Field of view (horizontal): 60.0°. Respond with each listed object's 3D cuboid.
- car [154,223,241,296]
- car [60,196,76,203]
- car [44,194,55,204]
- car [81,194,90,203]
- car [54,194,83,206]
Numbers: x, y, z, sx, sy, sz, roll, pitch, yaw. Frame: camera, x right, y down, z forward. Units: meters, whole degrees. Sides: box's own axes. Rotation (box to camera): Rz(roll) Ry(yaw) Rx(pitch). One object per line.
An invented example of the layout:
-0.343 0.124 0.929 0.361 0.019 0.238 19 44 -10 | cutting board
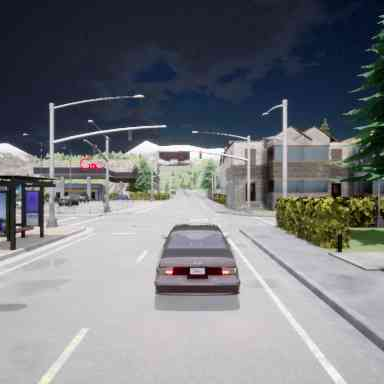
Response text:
0.105 1.547 8.822 2.033 1.411 5.357 0 0 0 | car
-25.910 1.552 69.504 1.970 1.475 3.806 0 0 0 | car
-25.854 1.289 61.025 1.932 1.855 4.605 0 0 0 | car
-22.584 1.268 68.900 1.905 1.878 3.866 0 0 0 | car
-18.891 1.489 51.029 2.007 1.523 4.514 0 0 0 | car
